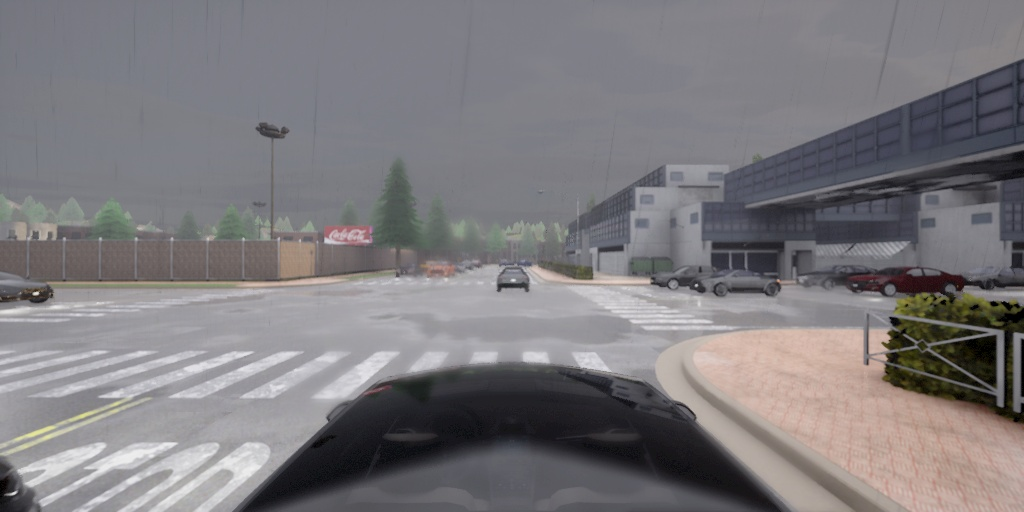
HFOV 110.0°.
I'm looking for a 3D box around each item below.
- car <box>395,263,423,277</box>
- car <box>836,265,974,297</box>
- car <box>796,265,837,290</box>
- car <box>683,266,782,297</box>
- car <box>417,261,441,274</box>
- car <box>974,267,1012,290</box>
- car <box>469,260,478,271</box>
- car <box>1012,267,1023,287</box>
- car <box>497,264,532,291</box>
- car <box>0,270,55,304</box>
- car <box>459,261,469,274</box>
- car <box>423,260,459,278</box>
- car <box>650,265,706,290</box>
[{"bbox_3d":[-10.534,1.465,37.124,1.994,1.385,4.181,0,0,0],"label":"car"},{"bbox_3d":[20.759,1.300,19.082,5.008,1.535,1.882,0,0,0],"label":"car"},{"bbox_3d":[20.708,1.329,22.583,4.902,1.511,2.128,0,0,0],"label":"car"},{"bbox_3d":[11.787,1.387,19.064,4.181,1.385,1.994,0,0,-1],"label":"car"},{"bbox_3d":[-10.479,1.415,45.767,1.882,1.535,5.008,0,0,1],"label":"car"},{"bbox_3d":[30.529,1.384,22.601,5.357,1.411,2.033,0,0,0],"label":"car"},{"bbox_3d":[-6.885,1.482,55.199,1.837,1.490,4.892,0,0,1],"label":"car"},{"bbox_3d":[30.710,1.314,19.097,4.902,1.511,2.128,0,0,0],"label":"car"},{"bbox_3d":[0.085,1.404,22.922,1.994,1.385,4.181,0,0,0],"label":"car"},{"bbox_3d":[-21.869,1.294,14.640,4.892,1.490,1.837,0,0,0],"label":"car"},{"bbox_3d":[-6.988,1.535,44.978,1.895,1.301,4.718,0,0,0],"label":"car"},{"bbox_3d":[-7.040,1.248,35.992,2.097,1.767,4.553,0,0,1],"label":"car"},{"bbox_3d":[11.292,1.343,22.605,4.892,1.490,1.837,0,0,1],"label":"car"}]
